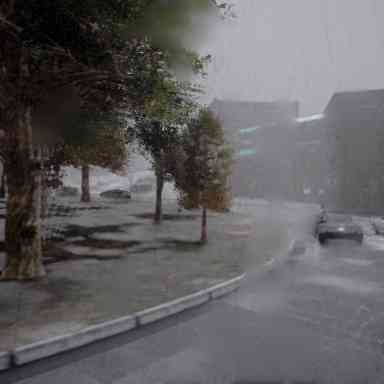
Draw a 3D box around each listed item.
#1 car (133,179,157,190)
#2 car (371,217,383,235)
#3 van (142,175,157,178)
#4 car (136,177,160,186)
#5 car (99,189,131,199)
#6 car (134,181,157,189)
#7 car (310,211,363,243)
[{"bbox_3d":[-10.096,-1.310,71.151,4.892,1.521,2.231,-1,5,-24],"label":"car"},{"bbox_3d":[10.483,1.659,16.507,1.895,1.301,4.718,0,0,13],"label":"car"},{"bbox_3d":[-10.646,-2.344,80.256,4.442,1.987,1.878,-1,5,-24],"label":"van"},{"bbox_3d":[-10.997,-2.633,83.212,5.566,2.045,2.435,-1,6,-24],"label":"car"},{"bbox_3d":[-10.489,0.284,45.423,4.181,1.385,1.994,1,0,17],"label":"car"},{"bbox_3d":[-10.308,-1.539,74.177,4.674,1.452,2.002,-1,6,-24],"label":"car"},{"bbox_3d":[7.173,1.642,16.804,1.994,1.385,4.181,0,0,14],"label":"car"}]
